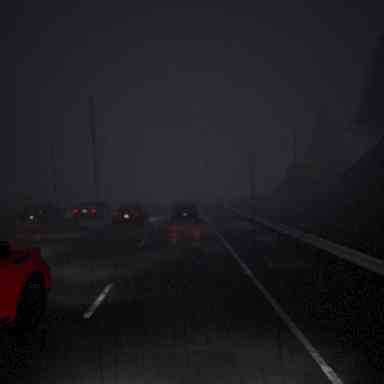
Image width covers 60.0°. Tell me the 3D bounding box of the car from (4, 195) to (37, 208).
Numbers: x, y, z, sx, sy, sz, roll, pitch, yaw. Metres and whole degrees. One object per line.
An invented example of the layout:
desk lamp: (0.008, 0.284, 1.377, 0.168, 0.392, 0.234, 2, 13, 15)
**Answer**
car: (-22.258, 1.197, 43.399, 1.882, 1.535, 5.008, 0, 1, -1)

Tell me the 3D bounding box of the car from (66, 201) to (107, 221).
car: (-7.572, 1.374, 25.691, 2.033, 1.411, 5.357, 0, 0, -2)

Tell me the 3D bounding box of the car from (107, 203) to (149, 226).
car: (-3.965, 1.413, 21.838, 1.994, 1.385, 4.181, 0, 0, -2)

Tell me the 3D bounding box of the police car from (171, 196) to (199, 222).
police car: (-0.532, 1.253, 24.328, 1.930, 1.638, 5.238, 0, 0, -2)

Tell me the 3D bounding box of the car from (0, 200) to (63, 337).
car: (-3.503, 1.200, 3.453, 2.150, 2.045, 5.566, 0, 0, -1)

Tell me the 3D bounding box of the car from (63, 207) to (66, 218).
car: (-11.053, 1.437, 24.996, 1.895, 1.301, 4.718, 0, 0, -2)

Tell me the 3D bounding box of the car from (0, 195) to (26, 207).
car: (-25.859, 1.187, 47.346, 2.128, 1.511, 4.902, 0, 0, -1)

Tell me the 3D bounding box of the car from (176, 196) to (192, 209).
car: (-0.994, 1.237, 40.859, 1.812, 1.442, 4.674, 0, 0, -2)
